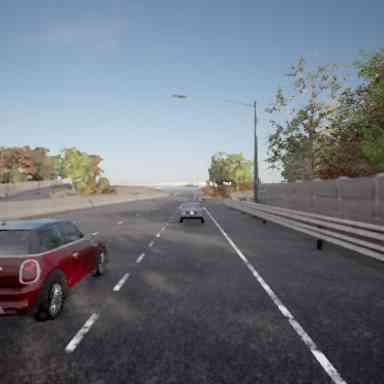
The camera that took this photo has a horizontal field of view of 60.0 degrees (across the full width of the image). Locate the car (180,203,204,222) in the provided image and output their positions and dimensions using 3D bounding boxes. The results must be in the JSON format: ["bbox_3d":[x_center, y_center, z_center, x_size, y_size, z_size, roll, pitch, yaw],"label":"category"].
[{"bbox_3d":[-0.006,1.552,26.153,2.033,1.411,5.357,0,0,0],"label":"car"}]

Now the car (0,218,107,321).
[{"bbox_3d":[-3.402,1.349,7.429,2.097,1.767,4.553,0,0,0],"label":"car"}]
